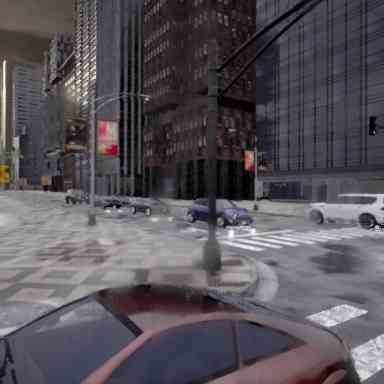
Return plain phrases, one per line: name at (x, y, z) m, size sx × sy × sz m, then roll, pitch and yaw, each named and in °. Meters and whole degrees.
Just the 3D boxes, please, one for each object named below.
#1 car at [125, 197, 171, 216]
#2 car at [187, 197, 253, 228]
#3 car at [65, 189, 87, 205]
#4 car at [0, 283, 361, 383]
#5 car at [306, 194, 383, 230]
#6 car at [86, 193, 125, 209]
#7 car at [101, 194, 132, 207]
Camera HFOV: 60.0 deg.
car at (-3.615, 1.192, 28.325) m, size 1.837 × 1.490 × 4.892 m, roll 0°, pitch 1°, yaw -35°
car at (1.675, 1.157, 20.828) m, size 2.097 × 1.767 × 4.553 m, roll 0°, pitch 1°, yaw -35°
car at (-15.696, 0.645, 45.523) m, size 2.150 × 2.045 × 5.566 m, roll 0°, pitch 1°, yaw -35°
car at (-0.531, 1.565, 2.665) m, size 4.181 × 1.385 × 1.994 m, roll 0°, pitch 0°, yaw -33°
car at (9.939, 1.119, 20.733) m, size 2.150 × 2.045 × 5.566 m, roll 0°, pitch 1°, yaw -35°
car at (-9.558, 1.105, 36.758) m, size 2.033 × 1.411 × 5.357 m, roll 0°, pitch 1°, yaw -35°
car at (-9.933, 1.052, 43.250) m, size 2.033 × 1.411 × 5.357 m, roll 0°, pitch 1°, yaw -35°
